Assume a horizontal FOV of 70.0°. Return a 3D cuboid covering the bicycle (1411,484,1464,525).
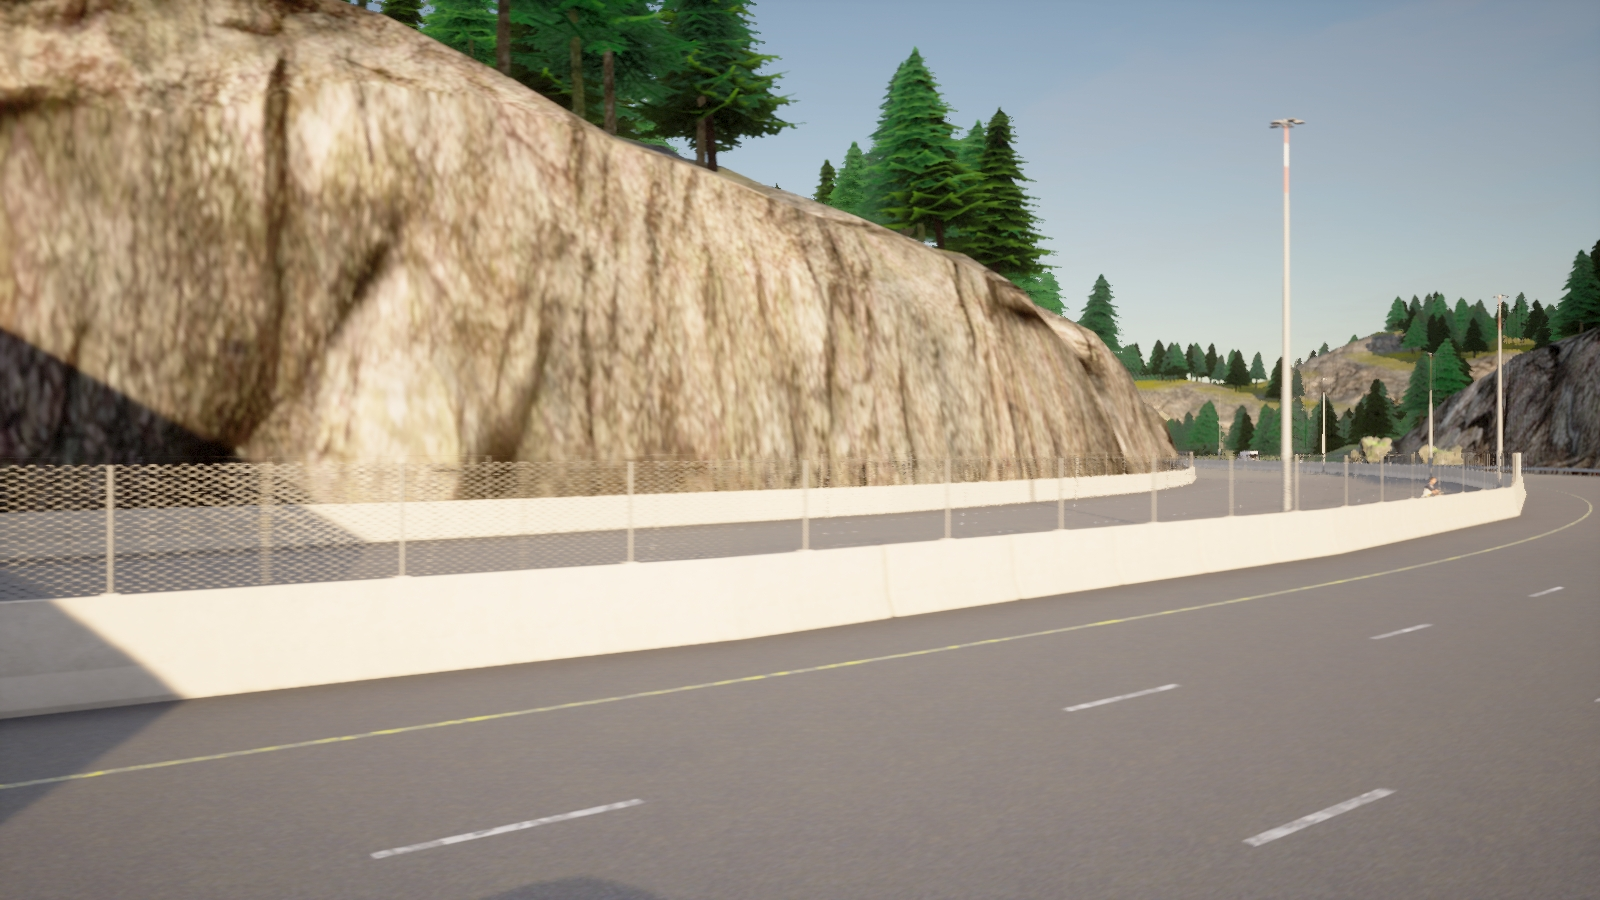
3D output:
[{"bbox_3d":[23.726,2.041,42.546,1.643,1.514,0.373,-3,-6,45],"label":"bicycle"}]
